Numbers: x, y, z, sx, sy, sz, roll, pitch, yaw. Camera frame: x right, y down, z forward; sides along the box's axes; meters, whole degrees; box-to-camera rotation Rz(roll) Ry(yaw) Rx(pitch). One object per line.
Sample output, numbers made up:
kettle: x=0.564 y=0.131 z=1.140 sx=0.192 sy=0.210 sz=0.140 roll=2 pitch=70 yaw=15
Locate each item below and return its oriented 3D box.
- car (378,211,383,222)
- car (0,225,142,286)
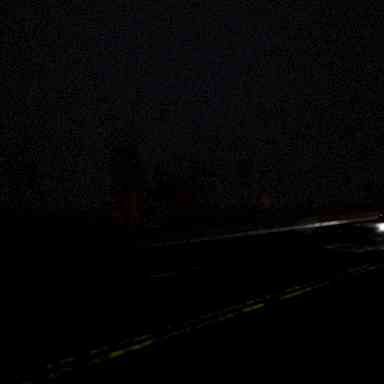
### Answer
car: x=15.887 y=1.515 z=24.761 sx=5.357 sy=1.411 sz=2.033 roll=0 pitch=0 yaw=-38
car: x=-4.016 y=1.622 z=8.863 sx=5.357 sy=1.411 sz=2.033 roll=0 pitch=0 yaw=-39
